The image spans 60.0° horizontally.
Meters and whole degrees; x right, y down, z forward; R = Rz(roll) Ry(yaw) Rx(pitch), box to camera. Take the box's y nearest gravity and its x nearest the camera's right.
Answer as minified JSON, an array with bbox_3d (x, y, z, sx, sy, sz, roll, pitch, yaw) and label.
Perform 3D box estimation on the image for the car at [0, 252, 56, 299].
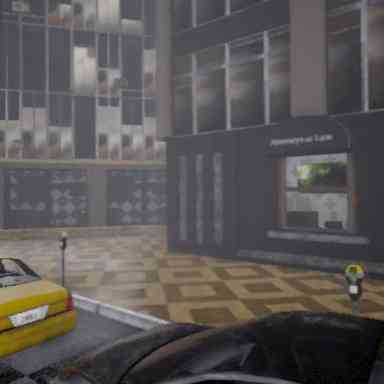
[{"bbox_3d":[-3.914,1.527,5.517,4.829,1.417,1.752,0,0,35],"label":"car"}]

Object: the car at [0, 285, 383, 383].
[{"bbox_3d":[0.732,1.566,2.205,4.313,1.339,1.947,0,0,35],"label":"car"}]
